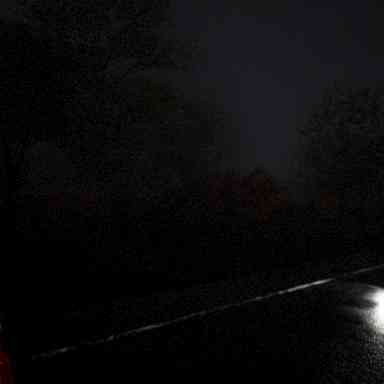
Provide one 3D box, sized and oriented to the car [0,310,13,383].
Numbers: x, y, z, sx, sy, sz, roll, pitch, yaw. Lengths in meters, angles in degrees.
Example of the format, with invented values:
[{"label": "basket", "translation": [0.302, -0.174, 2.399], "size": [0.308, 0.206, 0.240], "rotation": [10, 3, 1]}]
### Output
[{"label": "car", "translation": [-3.796, 1.223, 1.192], "size": [5.566, 2.045, 2.150], "rotation": [0, 0, -35]}]
